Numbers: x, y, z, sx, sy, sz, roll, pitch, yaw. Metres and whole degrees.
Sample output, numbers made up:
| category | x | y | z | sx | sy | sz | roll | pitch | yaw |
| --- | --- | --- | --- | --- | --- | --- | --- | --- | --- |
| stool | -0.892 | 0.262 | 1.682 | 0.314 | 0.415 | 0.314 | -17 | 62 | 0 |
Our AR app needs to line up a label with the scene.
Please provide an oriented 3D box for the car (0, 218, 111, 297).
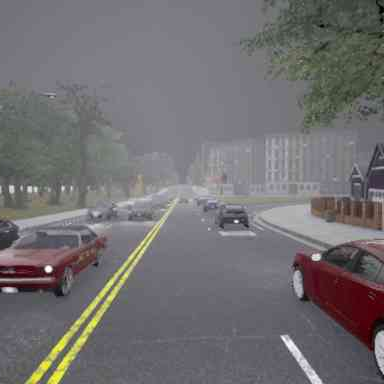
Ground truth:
| category | x | y | z | sx | sy | sz | roll | pitch | yaw |
| --- | --- | --- | --- | --- | --- | --- | --- | --- | --- |
| car | -3.622 | 1.608 | 8.710 | 1.895 | 1.301 | 4.718 | 0 | 0 | -2 |

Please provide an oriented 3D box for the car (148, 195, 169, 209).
| category | x | y | z | sx | sy | sz | roll | pitch | yaw |
| --- | --- | --- | --- | --- | --- | --- | --- | --- | --- |
| car | -4.582 | 1.545 | 45.283 | 1.837 | 1.490 | 4.892 | 0 | 0 | -1 |

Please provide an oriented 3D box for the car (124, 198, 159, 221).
| category | x | y | z | sx | sy | sz | roll | pitch | yaw |
| --- | --- | --- | --- | --- | --- | --- | --- | --- | --- |
| car | -4.127 | 1.531 | 27.906 | 1.837 | 1.490 | 4.892 | 0 | 0 | -2 |

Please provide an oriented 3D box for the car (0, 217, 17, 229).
| category | x | y | z | sx | sy | sz | roll | pitch | yaw |
| --- | --- | --- | --- | --- | --- | --- | --- | --- | --- |
| car | -6.907 | 1.510 | 9.975 | 1.837 | 1.490 | 4.892 | 0 | 0 | -1 |

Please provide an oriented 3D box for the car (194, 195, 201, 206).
| category | x | y | z | sx | sy | sz | roll | pitch | yaw |
| --- | --- | --- | --- | --- | --- | --- | --- | --- | --- |
| car | 1.721 | 1.565 | 56.454 | 1.812 | 1.442 | 4.674 | 0 | 0 | -1 |

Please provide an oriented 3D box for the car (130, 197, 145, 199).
| category | x | y | z | sx | sy | sz | roll | pitch | yaw |
| --- | --- | --- | --- | --- | --- | --- | --- | --- | --- |
| car | -7.817 | 1.561 | 44.669 | 1.812 | 1.442 | 4.674 | 0 | 0 | -1 |

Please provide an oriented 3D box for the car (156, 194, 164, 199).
| category | x | y | z | sx | sy | sz | roll | pitch | yaw |
| --- | --- | --- | --- | --- | --- | --- | --- | --- | --- |
| car | -8.977 | 1.345 | 92.479 | 1.895 | 1.301 | 4.718 | 0 | 1 | -2 |

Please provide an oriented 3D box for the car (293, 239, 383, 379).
| category | x | y | z | sx | sy | sz | roll | pitch | yaw |
| --- | --- | --- | --- | --- | --- | --- | --- | --- | --- |
| car | 3.170 | 1.489 | 5.308 | 1.882 | 1.535 | 5.008 | 0 | 0 | -2 |

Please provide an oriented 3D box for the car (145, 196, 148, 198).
| category | x | y | z | sx | sy | sz | roll | pitch | yaw |
| --- | --- | --- | --- | --- | --- | --- | --- | --- | --- |
| car | -8.246 | 1.535 | 62.484 | 1.812 | 1.442 | 4.674 | 0 | 0 | -1 |

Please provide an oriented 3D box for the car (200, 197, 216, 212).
| category | x | y | z | sx | sy | sz | roll | pitch | yaw |
| --- | --- | --- | --- | --- | --- | --- | --- | --- | --- |
| car | 2.267 | 1.562 | 39.535 | 1.812 | 1.442 | 4.674 | 0 | 0 | -2 |

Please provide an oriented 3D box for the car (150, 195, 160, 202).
| category | x | y | z | sx | sy | sz | roll | pitch | yaw |
| --- | --- | --- | --- | --- | --- | --- | --- | --- | --- |
| car | -8.590 | 1.411 | 77.760 | 1.837 | 1.490 | 4.892 | 0 | 1 | -2 |

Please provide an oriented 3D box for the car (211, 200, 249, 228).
| category | x | y | z | sx | sy | sz | roll | pitch | yaw |
| --- | --- | --- | --- | --- | --- | --- | --- | --- | --- |
| car | 2.617 | 1.538 | 22.593 | 1.837 | 1.490 | 4.892 | 0 | 0 | -1 |

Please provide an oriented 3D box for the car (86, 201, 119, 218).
| category | x | y | z | sx | sy | sz | roll | pitch | yaw |
| --- | --- | --- | --- | --- | --- | --- | --- | --- | --- |
| car | -7.375 | 1.513 | 27.779 | 2.128 | 1.511 | 4.902 | 0 | 0 | -2 |

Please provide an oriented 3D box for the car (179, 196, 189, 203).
| category | x | y | z | sx | sy | sz | roll | pitch | yaw |
| --- | --- | --- | --- | --- | --- | --- | --- | --- | --- |
| car | -1.705 | 1.544 | 66.962 | 2.033 | 1.411 | 5.357 | 0 | 0 | -2 |

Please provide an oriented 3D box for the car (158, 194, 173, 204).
| category | x | y | z | sx | sy | sz | roll | pitch | yaw |
| --- | --- | --- | --- | --- | --- | --- | --- | --- | --- |
| car | -4.988 | 1.520 | 62.011 | 1.837 | 1.490 | 4.892 | 0 | 0 | -1 |

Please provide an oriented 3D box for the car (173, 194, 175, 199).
| category | x | y | z | sx | sy | sz | roll | pitch | yaw |
| --- | --- | --- | --- | --- | --- | --- | --- | --- | --- |
| car | -5.326 | 1.397 | 77.279 | 1.882 | 1.535 | 5.008 | 0 | 0 | -2 |

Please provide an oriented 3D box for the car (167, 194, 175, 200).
| category | x | y | z | sx | sy | sz | roll | pitch | yaw |
| --- | --- | --- | --- | --- | --- | --- | --- | --- | --- |
| car | -5.730 | 1.278 | 92.628 | 2.128 | 1.511 | 4.902 | 0 | 1 | -2 |
